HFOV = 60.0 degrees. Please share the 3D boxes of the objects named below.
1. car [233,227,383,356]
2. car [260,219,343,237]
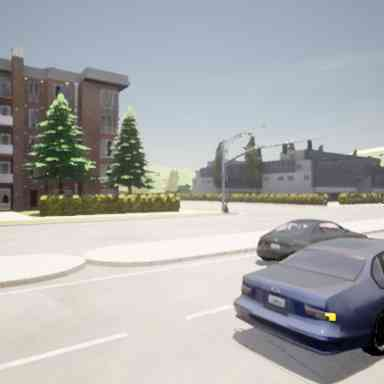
[{"bbox_3d":[3.204,1.559,6.071,5.357,1.411,2.033,0,0,-36],"label":"car"},{"bbox_3d":[4.093,1.582,11.050,4.181,1.385,1.994,0,0,-36],"label":"car"}]
